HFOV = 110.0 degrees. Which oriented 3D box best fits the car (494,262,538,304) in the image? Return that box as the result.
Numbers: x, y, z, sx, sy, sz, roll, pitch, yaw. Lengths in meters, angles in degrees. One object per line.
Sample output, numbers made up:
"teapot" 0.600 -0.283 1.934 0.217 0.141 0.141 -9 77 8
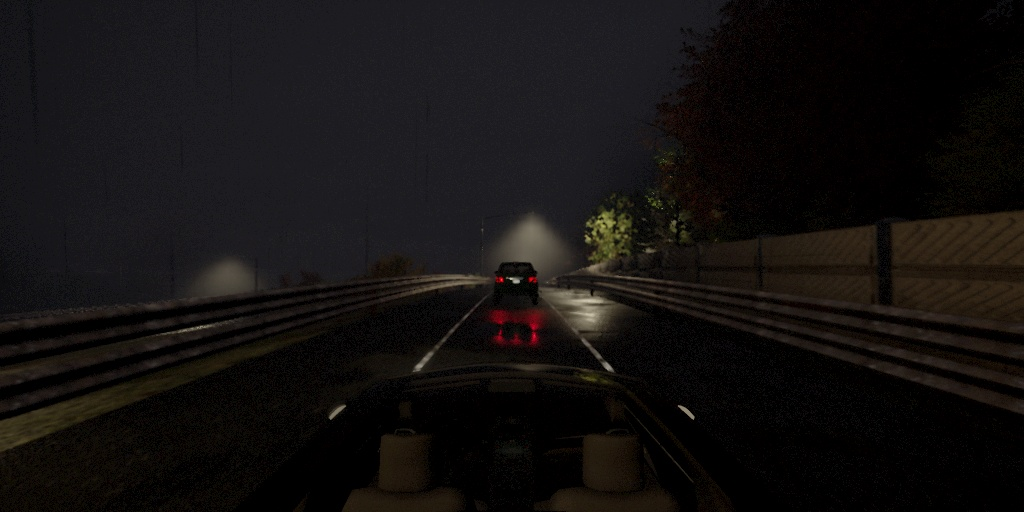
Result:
"car" 0.220 1.391 19.306 2.150 2.045 5.566 0 -2 0
